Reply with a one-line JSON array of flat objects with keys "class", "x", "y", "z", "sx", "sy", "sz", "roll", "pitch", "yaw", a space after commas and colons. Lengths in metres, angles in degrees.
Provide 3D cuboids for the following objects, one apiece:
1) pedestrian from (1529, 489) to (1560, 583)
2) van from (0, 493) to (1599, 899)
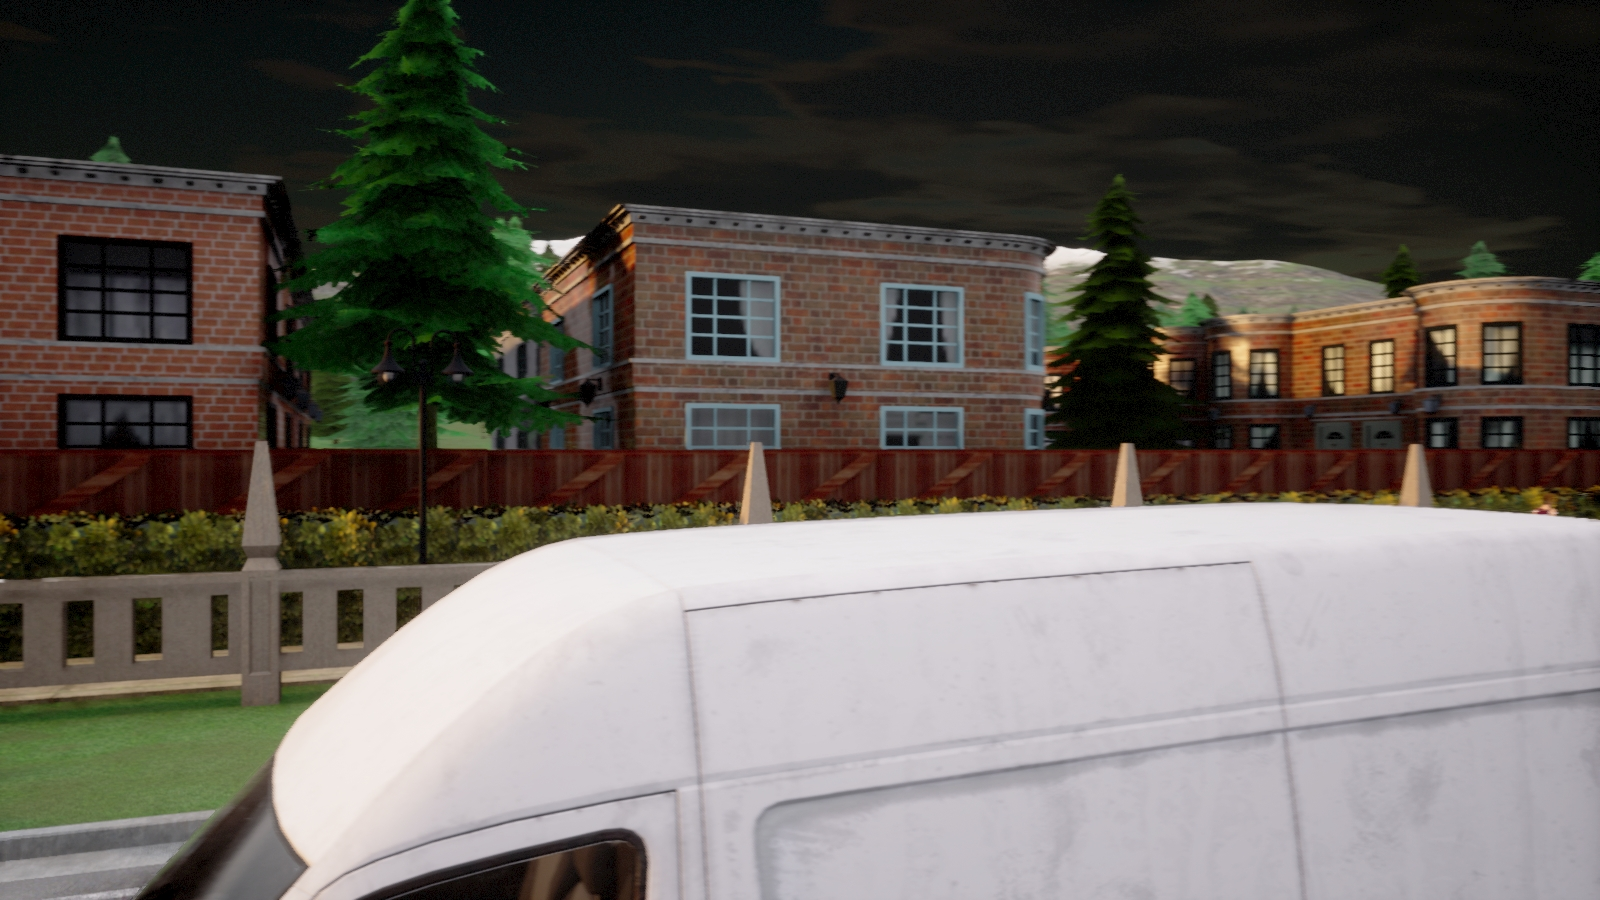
[{"class": "pedestrian", "x": 15.022, "y": 1.732, "z": 23.048, "sx": 0.375, "sy": 1.860, "sz": 0.375, "roll": 0, "pitch": 0, "yaw": -21}, {"class": "van", "x": 0.029, "y": 1.536, "z": 3.373, "sx": 5.915, "sy": 2.561, "sz": 1.988, "roll": -1, "pitch": 1, "yaw": -20}]
